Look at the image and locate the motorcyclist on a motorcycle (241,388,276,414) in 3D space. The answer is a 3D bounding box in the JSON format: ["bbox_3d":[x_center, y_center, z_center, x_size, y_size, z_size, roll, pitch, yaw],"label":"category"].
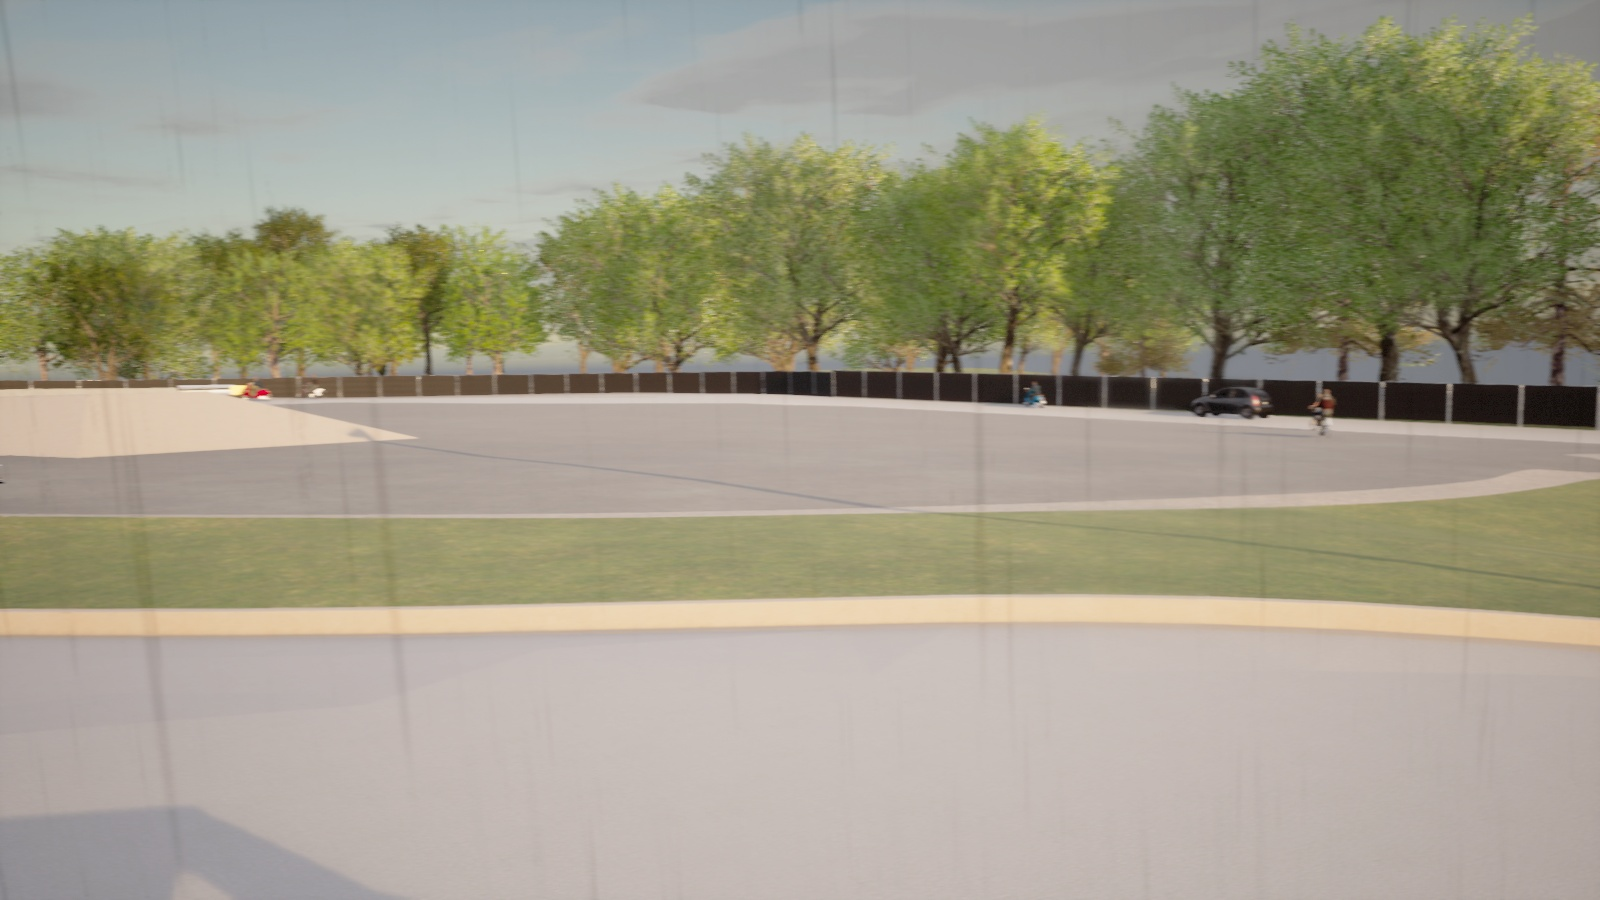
[{"bbox_3d":[-34.245,-3.114,79.401,1.817,1.590,0.866,-4,4,-34],"label":"motorcyclist on a motorcycle"}]

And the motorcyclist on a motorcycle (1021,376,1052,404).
[{"bbox_3d":[14.032,-3.572,74.578,0.866,1.590,1.817,-5,6,-28],"label":"motorcyclist on a motorcycle"}]

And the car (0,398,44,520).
[{"bbox_3d":[-12.393,0.135,15.417,4.902,1.511,2.128,0,2,0],"label":"car"}]

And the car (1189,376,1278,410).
[{"bbox_3d":[22.566,-3.001,65.422,1.851,1.617,3.988,-6,7,-41],"label":"car"}]
